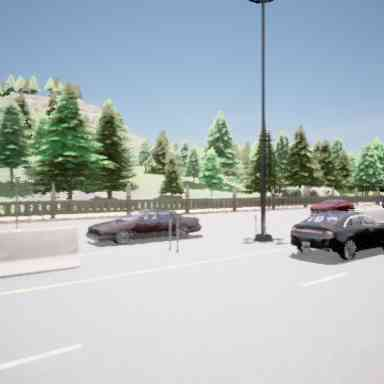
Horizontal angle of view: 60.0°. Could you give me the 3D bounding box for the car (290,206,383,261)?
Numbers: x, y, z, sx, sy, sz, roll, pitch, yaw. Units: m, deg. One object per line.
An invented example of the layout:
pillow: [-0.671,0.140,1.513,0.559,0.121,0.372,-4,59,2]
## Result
car: [5.660,1.467,12.176,4.902,1.511,2.128,0,0,-36]

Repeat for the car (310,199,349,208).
car: [12.743,1.417,30.165,5.008,1.535,1.882,0,0,-34]

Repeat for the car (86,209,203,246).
car: [-2.043,1.532,15.455,5.357,1.411,2.033,0,0,-36]
